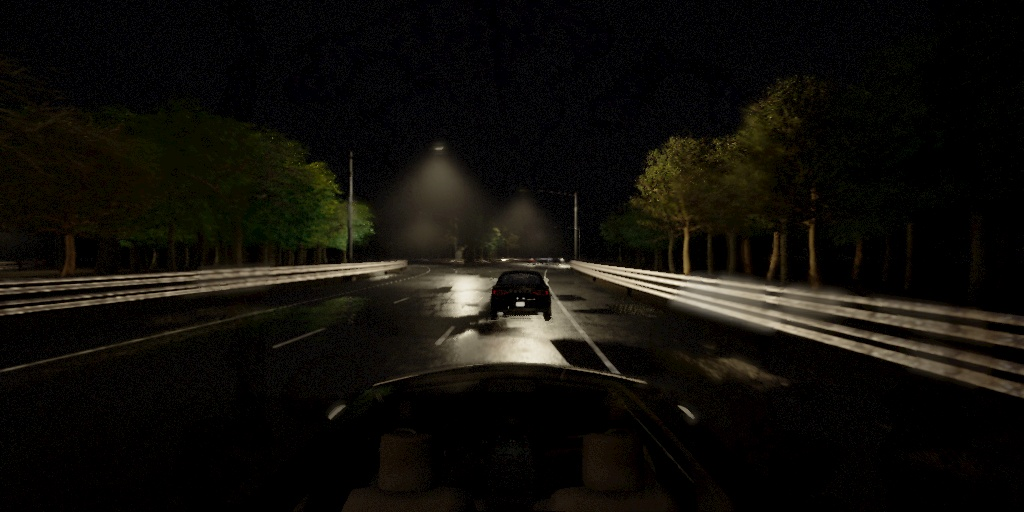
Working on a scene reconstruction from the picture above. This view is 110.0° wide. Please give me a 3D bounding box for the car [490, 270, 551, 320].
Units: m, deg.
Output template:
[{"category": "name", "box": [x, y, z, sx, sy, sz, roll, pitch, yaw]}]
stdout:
[{"category": "car", "box": [0.312, 1.229, 12.740, 1.882, 1.535, 5.008, 0, 0, 2]}]
